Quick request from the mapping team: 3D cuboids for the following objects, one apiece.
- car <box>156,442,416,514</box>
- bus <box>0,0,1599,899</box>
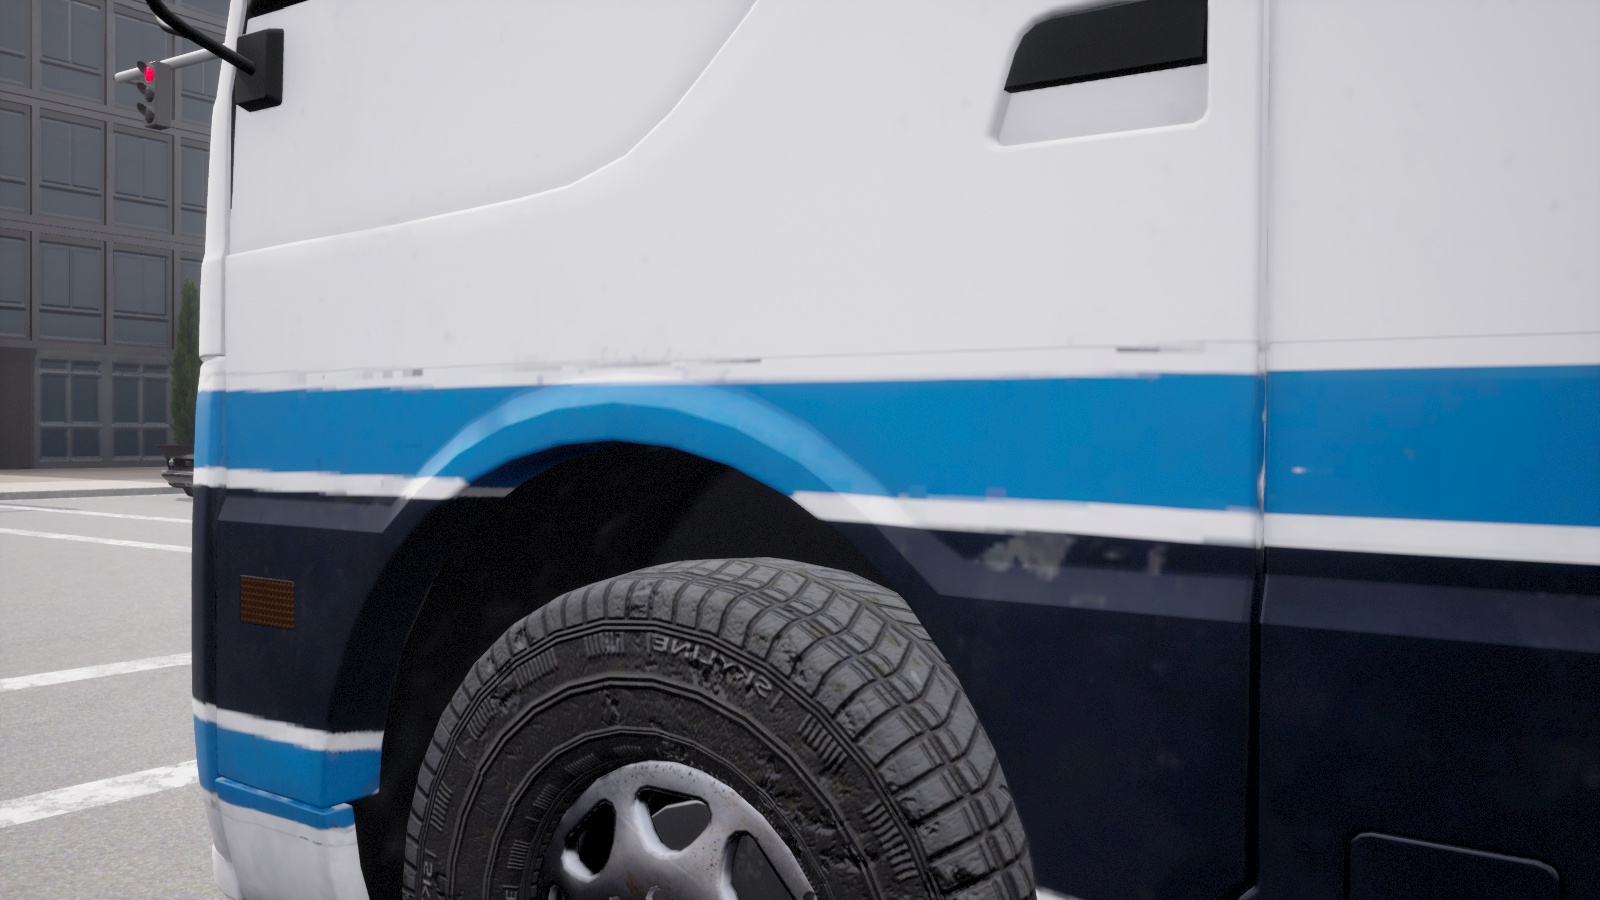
[{"bbox_3d":[-10.509,0.516,26.022,1.895,1.301,4.718,0,1,34],"label":"car"},{"bbox_3d":[3.120,-0.694,1.523,10.273,4.253,3.944,0,1,34],"label":"bus"}]
